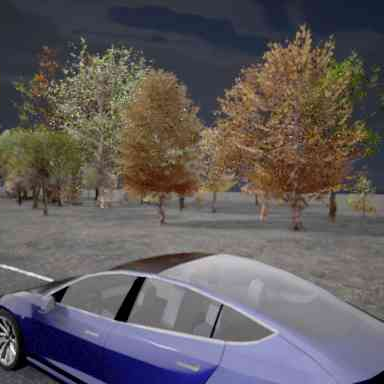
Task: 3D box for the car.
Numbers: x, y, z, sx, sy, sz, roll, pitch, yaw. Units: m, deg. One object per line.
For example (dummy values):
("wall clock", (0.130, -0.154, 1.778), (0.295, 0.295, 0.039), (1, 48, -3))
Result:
("car", (-0.391, 1.453, 3.843), (4.792, 1.488, 2.163), (2, 1, 35))
